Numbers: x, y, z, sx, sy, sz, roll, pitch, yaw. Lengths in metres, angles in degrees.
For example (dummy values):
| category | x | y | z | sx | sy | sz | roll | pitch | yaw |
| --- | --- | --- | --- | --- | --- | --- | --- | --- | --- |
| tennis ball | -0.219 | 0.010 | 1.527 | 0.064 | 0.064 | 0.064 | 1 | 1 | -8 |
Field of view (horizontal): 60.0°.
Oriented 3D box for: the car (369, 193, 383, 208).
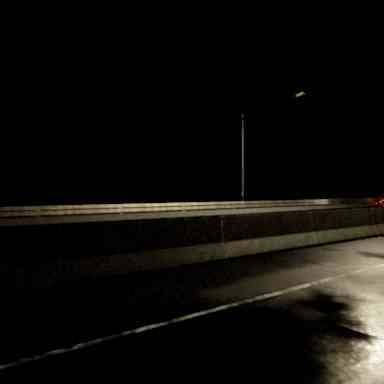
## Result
| category | x | y | z | sx | sy | sz | roll | pitch | yaw |
| --- | --- | --- | --- | --- | --- | --- | --- | --- | --- |
| car | 25.624 | 1.151 | 43.739 | 5.566 | 2.045 | 2.150 | 0 | 0 | -35 |
